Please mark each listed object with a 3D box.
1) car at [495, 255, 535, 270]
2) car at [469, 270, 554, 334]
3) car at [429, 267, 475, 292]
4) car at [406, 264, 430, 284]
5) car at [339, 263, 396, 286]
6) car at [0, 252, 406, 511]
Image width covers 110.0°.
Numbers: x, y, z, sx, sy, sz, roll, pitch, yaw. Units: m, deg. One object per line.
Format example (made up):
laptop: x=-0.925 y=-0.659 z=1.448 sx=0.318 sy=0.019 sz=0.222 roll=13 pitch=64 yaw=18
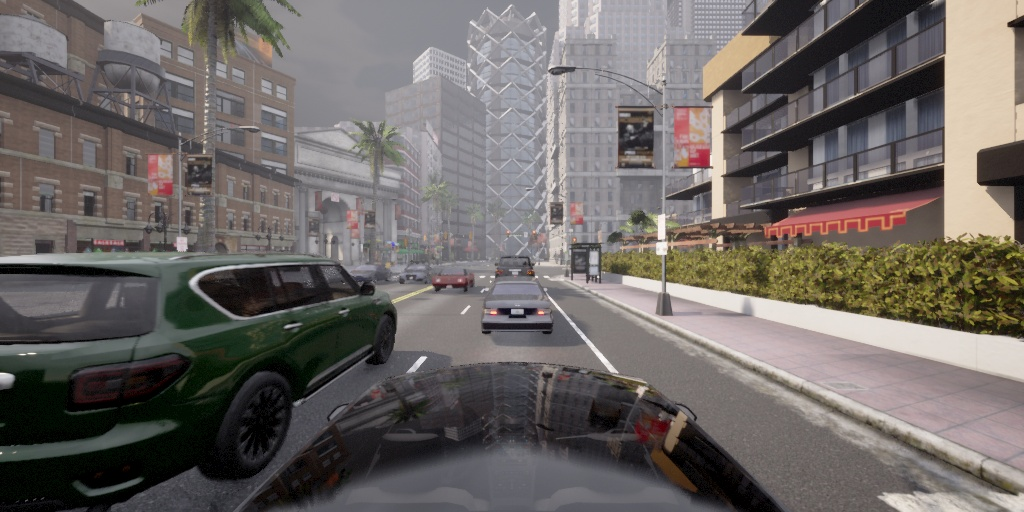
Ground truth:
car: x=0.166 y=0.971 z=20.820 sx=2.150 sy=2.045 sz=5.566 roll=0 pitch=0 yaw=0
car: x=0.129 y=1.297 z=10.568 sx=2.033 sy=1.411 sz=5.357 roll=0 pitch=0 yaw=0
car: x=-3.330 y=1.350 z=21.372 sx=1.895 sy=1.301 sz=4.718 roll=0 pitch=0 yaw=0
car: x=-6.911 y=1.322 z=26.573 sx=1.994 sy=1.385 sz=4.181 roll=0 pitch=0 yaw=0
car: x=-10.414 y=1.297 z=26.353 sx=2.033 sy=1.411 sz=5.357 roll=0 pitch=0 yaw=0
car: x=-3.357 y=0.975 z=4.832 sx=2.150 sy=2.045 sz=5.566 roll=0 pitch=0 yaw=0
